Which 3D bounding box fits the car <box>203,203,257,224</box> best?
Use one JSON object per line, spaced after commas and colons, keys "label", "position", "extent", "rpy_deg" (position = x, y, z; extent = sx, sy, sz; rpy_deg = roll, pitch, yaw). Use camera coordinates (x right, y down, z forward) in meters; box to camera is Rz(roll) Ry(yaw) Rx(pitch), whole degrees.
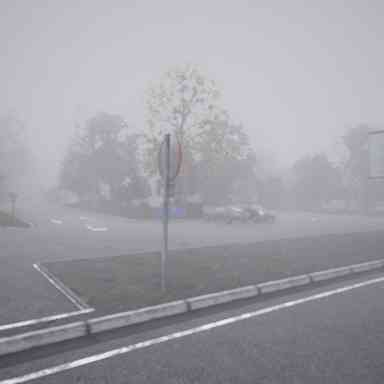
{"label": "car", "position": [2.917, 1.906, 28.521], "extent": [2.002, 1.452, 4.674], "rpy_deg": [2, -1, -36]}

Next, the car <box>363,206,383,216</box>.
{"label": "car", "position": [25.366, 2.563, 44.401], "extent": [2.002, 1.452, 4.674], "rpy_deg": [2, -1, -35]}

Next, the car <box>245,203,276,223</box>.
{"label": "car", "position": [5.468, 1.815, 30.409], "extent": [2.185, 1.767, 4.553], "rpy_deg": [2, -1, -35]}
